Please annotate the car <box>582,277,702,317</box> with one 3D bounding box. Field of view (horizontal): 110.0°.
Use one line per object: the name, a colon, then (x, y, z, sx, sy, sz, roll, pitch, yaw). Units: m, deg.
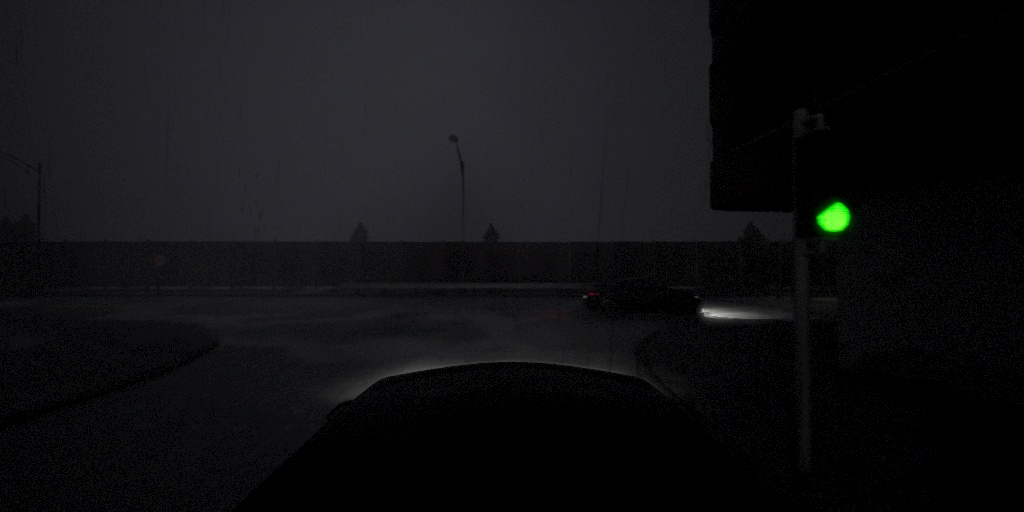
car: (4.743, 1.491, 13.421, 4.181, 1.385, 1.994, 0, -1, 0)
